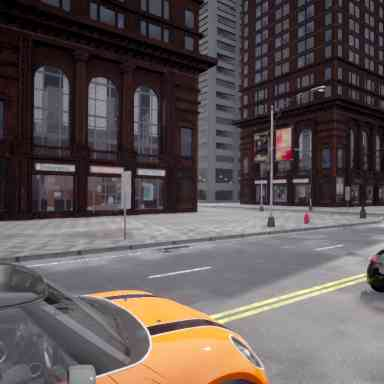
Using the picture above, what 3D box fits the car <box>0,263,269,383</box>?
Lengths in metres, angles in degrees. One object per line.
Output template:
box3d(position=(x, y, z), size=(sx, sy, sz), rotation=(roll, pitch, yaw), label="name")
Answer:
box3d(position=(-1.525, 1.352, 2.351), size=(4.553, 1.767, 2.097), rotation=(0, 0, -36), label="car")

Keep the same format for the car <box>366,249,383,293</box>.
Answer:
box3d(position=(5.903, 1.576, 7.670), size=(4.181, 1.385, 1.994), rotation=(0, 0, -35), label="car")
